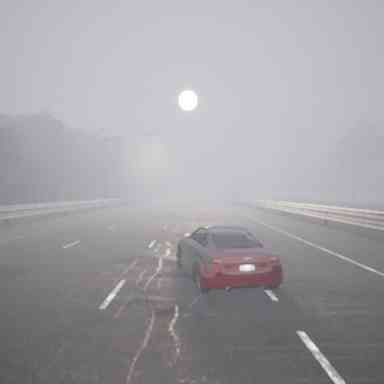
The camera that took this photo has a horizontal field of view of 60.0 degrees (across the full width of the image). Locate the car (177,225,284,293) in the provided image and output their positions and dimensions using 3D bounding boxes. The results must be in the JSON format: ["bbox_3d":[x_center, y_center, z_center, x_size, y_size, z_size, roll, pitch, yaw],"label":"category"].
[{"bbox_3d":[0.797,1.586,9.055,1.994,1.385,4.181,0,0,-11],"label":"car"}]
